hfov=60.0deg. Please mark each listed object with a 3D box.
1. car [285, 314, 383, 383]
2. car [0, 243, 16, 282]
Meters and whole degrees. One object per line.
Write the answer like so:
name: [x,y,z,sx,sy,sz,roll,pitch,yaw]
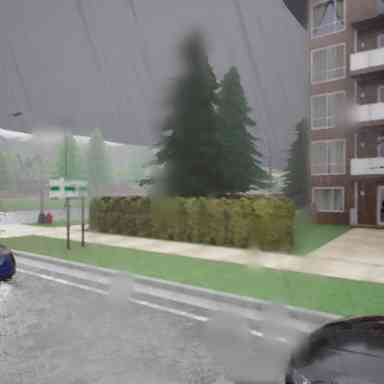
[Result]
car: [3.000,1.494,1.853,4.902,1.511,2.128,0,0,35]
car: [-6.357,1.553,8.509,4.181,1.385,1.994,0,0,36]
